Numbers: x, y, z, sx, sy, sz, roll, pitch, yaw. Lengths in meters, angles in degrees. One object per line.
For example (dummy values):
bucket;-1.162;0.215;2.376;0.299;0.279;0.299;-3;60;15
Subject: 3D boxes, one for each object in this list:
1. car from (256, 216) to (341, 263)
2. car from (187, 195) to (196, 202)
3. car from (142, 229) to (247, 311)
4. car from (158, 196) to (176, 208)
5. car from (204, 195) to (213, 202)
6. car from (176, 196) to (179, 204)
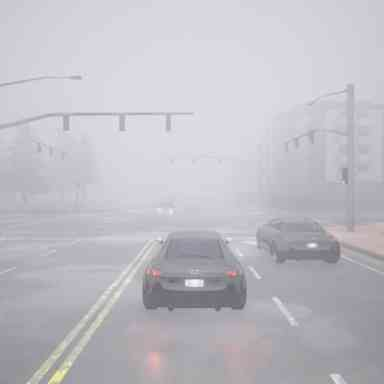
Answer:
car;3.575;1.560;11.904;1.994;1.385;4.181;0;0;0
car;-0.041;1.369;71.327;1.994;1.385;4.181;0;0;0
car;0.055;1.561;7.819;1.994;1.385;4.181;0;0;0
car;-3.610;1.510;47.134;1.812;1.442;4.674;0;0;0
car;3.459;1.340;71.343;2.128;1.511;4.902;0;0;0
car;-3.577;1.485;62.524;1.837;1.490;4.892;0;0;1
